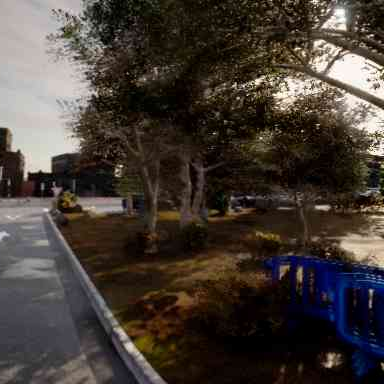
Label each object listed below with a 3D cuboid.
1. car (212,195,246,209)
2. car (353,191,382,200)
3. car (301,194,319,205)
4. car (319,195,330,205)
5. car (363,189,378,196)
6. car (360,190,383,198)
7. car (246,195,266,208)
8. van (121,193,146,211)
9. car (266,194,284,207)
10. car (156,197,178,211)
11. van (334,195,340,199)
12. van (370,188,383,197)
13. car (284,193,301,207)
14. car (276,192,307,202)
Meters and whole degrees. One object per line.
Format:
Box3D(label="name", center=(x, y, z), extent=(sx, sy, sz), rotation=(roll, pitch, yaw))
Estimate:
Box3D(label="car", center=(3.855, 1.175, 39.799), extent=(2.231, 1.521, 4.892), rotation=(-1, 2, -24))
Box3D(label="car", center=(32.747, 0.627, 62.103), extent=(4.902, 1.511, 2.128), rotation=(-1, 2, -24))
Box3D(label="car", center=(13.959, 1.047, 44.398), extent=(2.097, 1.535, 5.008), rotation=(-1, 2, -24))
Box3D(label="car", center=(16.488, 1.056, 45.548), extent=(2.002, 1.452, 4.674), rotation=(-1, 2, -24))
Box3D(label="car", center=(29.041, 0.856, 51.462), extent=(1.946, 1.575, 5.366), rotation=(-1, 2, -24))
Box3D(label="car", center=(38.159, 0.381, 69.783), extent=(2.097, 1.535, 5.008), rotation=(-1, 2, -24))
Box3D(label="car", center=(6.386, 1.142, 40.938), extent=(2.097, 1.535, 5.008), rotation=(-1, 2, -25))
Box3D(label="van", center=(-6.292, 1.075, 35.295), extent=(1.878, 1.987, 4.442), rotation=(-1, 2, -24))
Box3D(label="car", center=(8.923, 0.985, 42.061), extent=(2.185, 1.767, 4.553), rotation=(-1, 2, -24))
Box3D(label="car", center=(-3.707, 1.301, 36.318), extent=(2.163, 1.488, 4.792), rotation=(-1, 2, -24))
Box3D(label="van", center=(19.062, 0.762, 46.582), extent=(1.878, 1.987, 4.442), rotation=(-1, 2, -24))
Box3D(label="van", center=(40.667, 0.121, 71.042), extent=(1.878, 1.987, 4.442), rotation=(-1, 2, -24))
Box3D(label="car", center=(11.435, 1.118, 43.246), extent=(2.002, 1.452, 4.674), rotation=(-1, 2, -24))
Box3D(label="car", center=(16.441, 0.804, 54.727), extent=(4.892, 1.490, 1.837), rotation=(0, 1, -24))
